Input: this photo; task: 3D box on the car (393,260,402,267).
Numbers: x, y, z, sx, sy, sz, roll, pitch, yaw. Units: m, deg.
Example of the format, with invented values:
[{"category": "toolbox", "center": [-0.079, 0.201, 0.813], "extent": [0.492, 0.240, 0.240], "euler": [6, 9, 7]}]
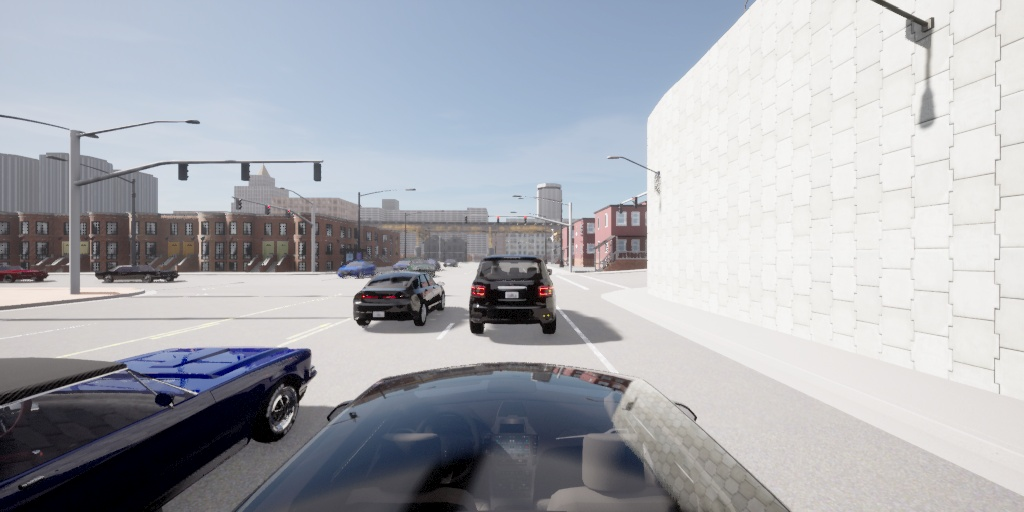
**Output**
[{"category": "car", "center": [-14.113, 1.276, 47.026], "extent": [1.812, 1.442, 4.674], "euler": [0, 0, 0]}]

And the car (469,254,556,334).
[{"category": "car", "center": [0.062, 0.971, 10.755], "extent": [2.150, 2.045, 5.566], "euler": [0, 0, 1]}]

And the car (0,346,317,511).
[{"category": "car", "center": [-3.397, 1.351, 2.391], "extent": [1.895, 1.301, 4.718], "euler": [0, 0, 0]}]

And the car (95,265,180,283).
[{"category": "car", "center": [-28.178, 1.351, 27.101], "extent": [4.718, 1.301, 1.895], "euler": [0, 0, 0]}]

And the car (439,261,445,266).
[{"category": "car", "center": [-10.607, 1.297, 46.932], "extent": [2.033, 1.411, 5.357], "euler": [0, 0, 0]}]

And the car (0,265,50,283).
[{"category": "car", "center": [-38.295, 1.351, 27.065], "extent": [4.718, 1.301, 1.895], "euler": [0, 0, 0]}]

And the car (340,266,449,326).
[{"category": "car", "center": [-3.422, 1.255, 11.645], "extent": [1.837, 1.490, 4.892], "euler": [0, 0, 0]}]

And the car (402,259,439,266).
[{"category": "car", "center": [-8.706, 1.101, 33.806], "extent": [2.097, 1.767, 4.553], "euler": [0, 0, -25]}]

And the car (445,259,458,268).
[{"category": "car", "center": [-10.585, 1.243, 62.039], "extent": [2.128, 1.511, 4.902], "euler": [0, 0, 0]}]

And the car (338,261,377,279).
[{"category": "car", "center": [-14.109, 1.227, 32.916], "extent": [1.882, 1.535, 5.008], "euler": [0, 0, 0]}]
